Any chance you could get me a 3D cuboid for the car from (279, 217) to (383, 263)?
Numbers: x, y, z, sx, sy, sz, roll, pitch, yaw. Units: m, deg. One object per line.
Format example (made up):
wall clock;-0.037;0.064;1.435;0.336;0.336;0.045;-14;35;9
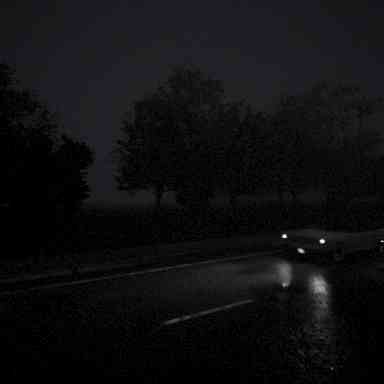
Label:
car;5.349;1.603;12.101;4.718;1.301;1.895;0;0;-35
